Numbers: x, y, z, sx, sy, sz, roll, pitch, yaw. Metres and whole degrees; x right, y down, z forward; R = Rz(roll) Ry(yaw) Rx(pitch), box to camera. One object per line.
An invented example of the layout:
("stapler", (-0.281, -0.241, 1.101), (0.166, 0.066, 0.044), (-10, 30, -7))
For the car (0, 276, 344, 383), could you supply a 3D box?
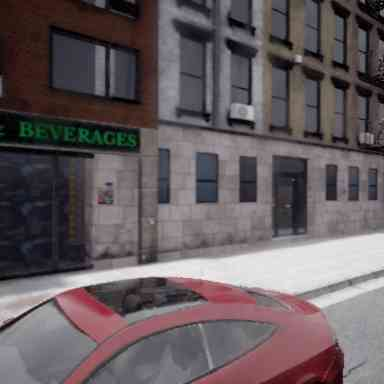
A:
("car", (-0.650, 1.526, 2.609), (4.674, 1.442, 1.812), (0, 0, -35))
